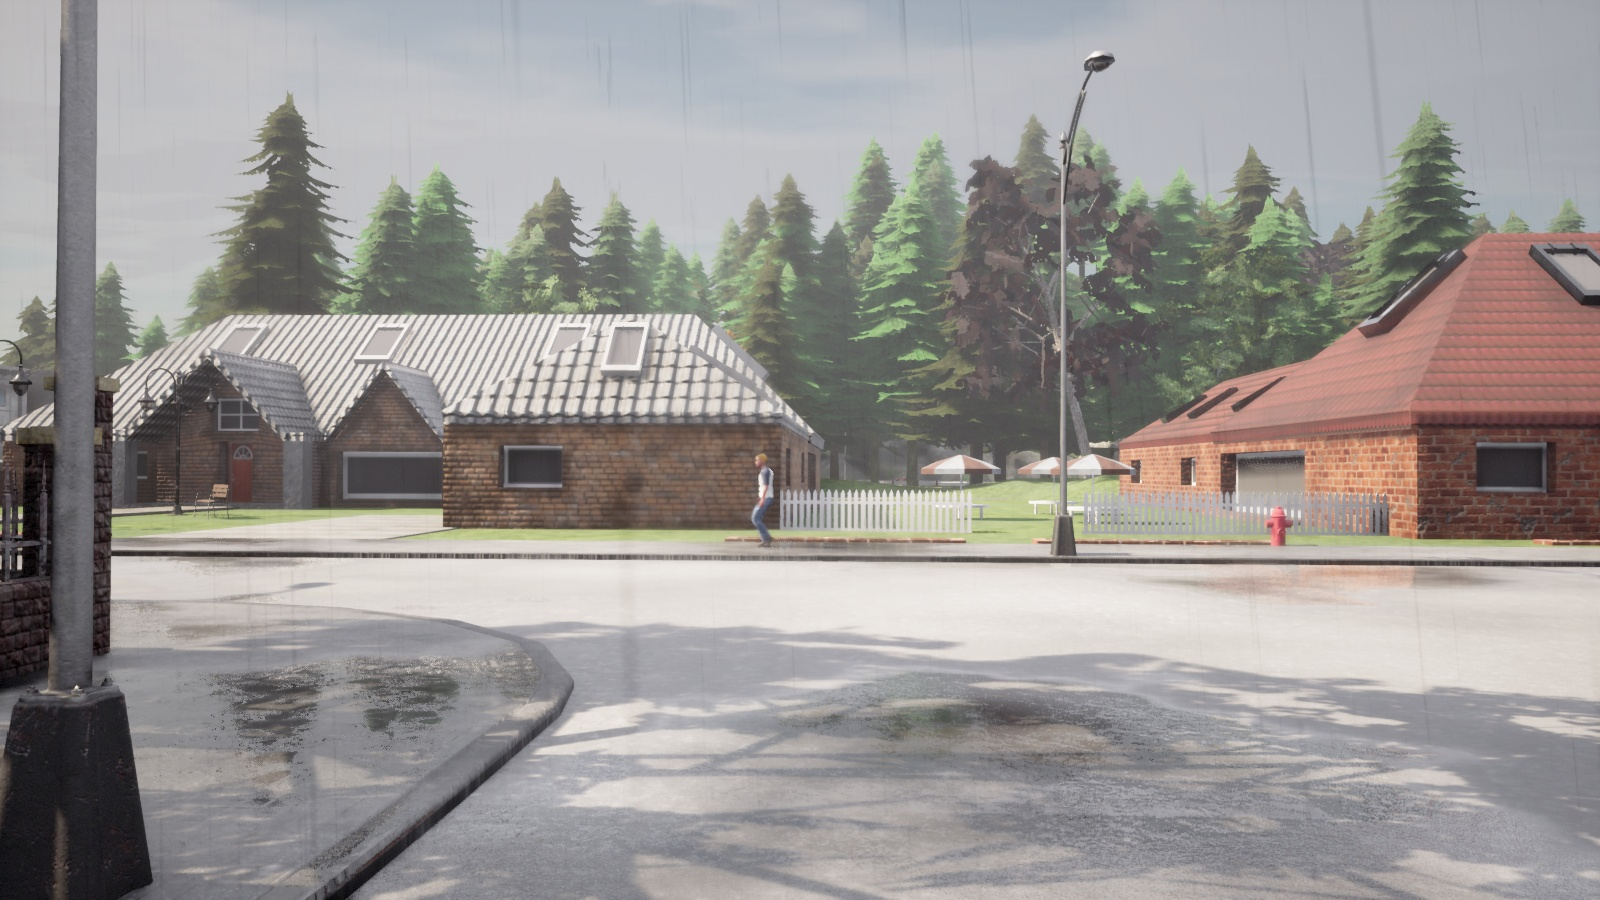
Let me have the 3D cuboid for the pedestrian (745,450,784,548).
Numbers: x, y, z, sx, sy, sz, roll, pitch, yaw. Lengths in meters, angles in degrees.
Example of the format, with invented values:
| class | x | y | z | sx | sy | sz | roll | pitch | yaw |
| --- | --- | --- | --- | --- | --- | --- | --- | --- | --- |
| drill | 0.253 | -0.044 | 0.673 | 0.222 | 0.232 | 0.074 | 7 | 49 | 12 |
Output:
| class | x | y | z | sx | sy | sz | roll | pitch | yaw |
| --- | --- | --- | --- | --- | --- | --- | --- | --- | --- |
| pedestrian | -0.667 | 0.924 | 23.857 | 0.706 | 1.836 | 0.354 | 0 | -1 | 2 |
